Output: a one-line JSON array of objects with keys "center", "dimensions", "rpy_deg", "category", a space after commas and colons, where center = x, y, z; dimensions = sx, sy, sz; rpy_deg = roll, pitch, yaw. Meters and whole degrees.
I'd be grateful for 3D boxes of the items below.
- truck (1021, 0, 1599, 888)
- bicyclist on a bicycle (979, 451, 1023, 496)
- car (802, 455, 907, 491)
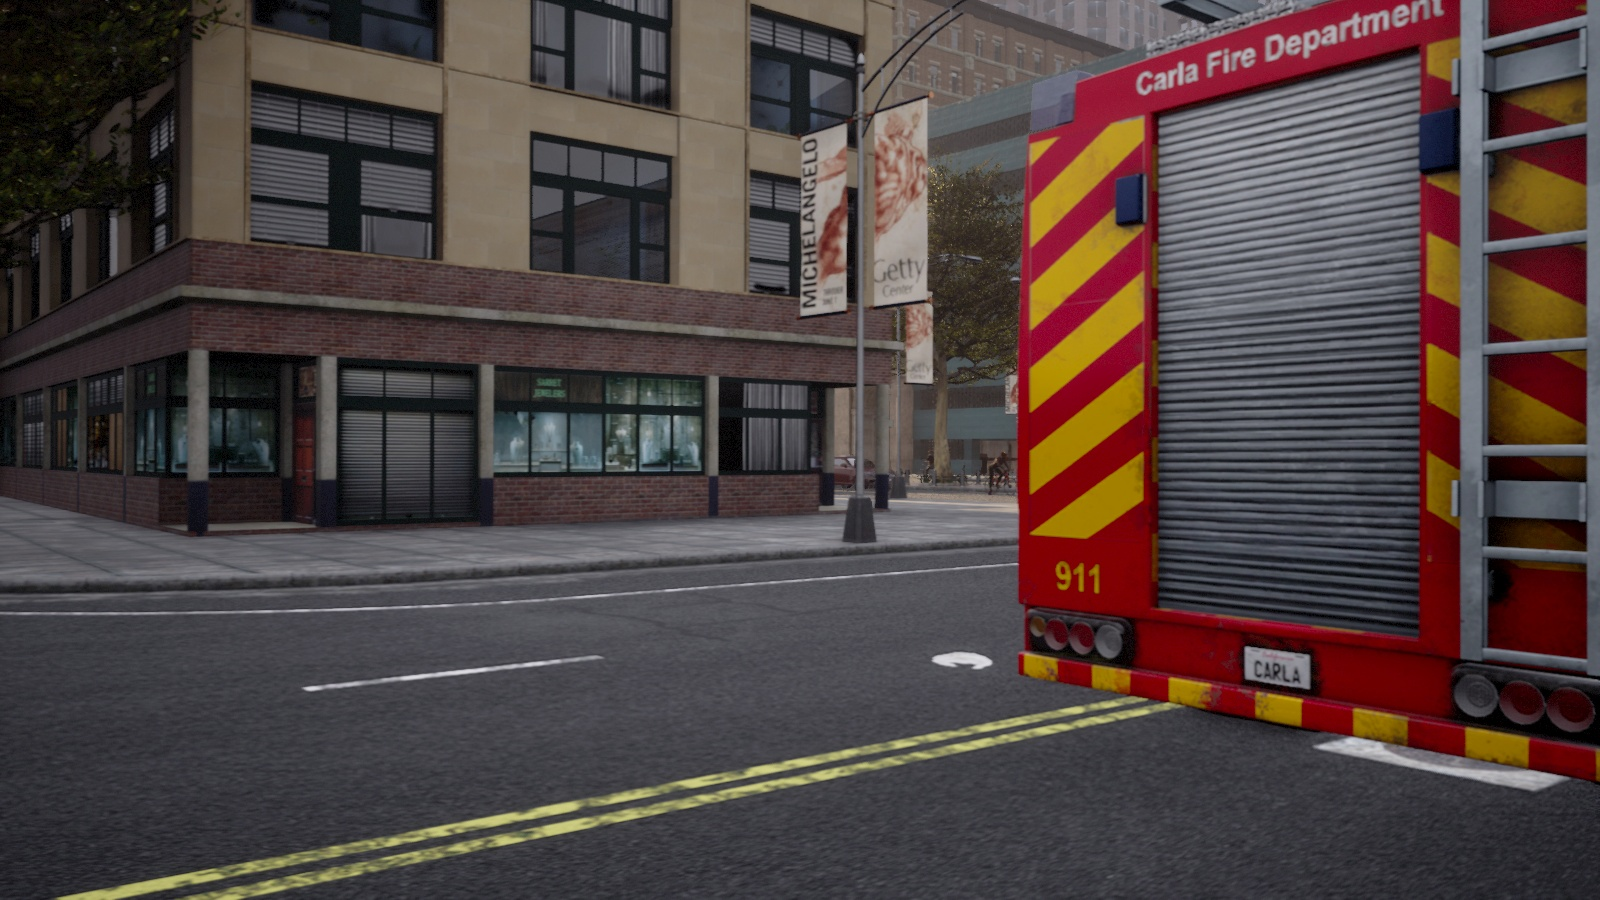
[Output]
[{"center": [5.353, -0.397, 7.895], "dimensions": [8.468, 3.827, 2.891], "rpy_deg": [0, 0, -38], "category": "truck"}, {"center": [7.448, 0.854, 46.687], "dimensions": [0.582, 1.620, 1.656], "rpy_deg": [0, 0, -38], "category": "bicyclist on a bicycle"}, {"center": [2.241, 0.955, 53.170], "dimensions": [1.812, 1.442, 4.674], "rpy_deg": [0, 0, -38], "category": "car"}]
